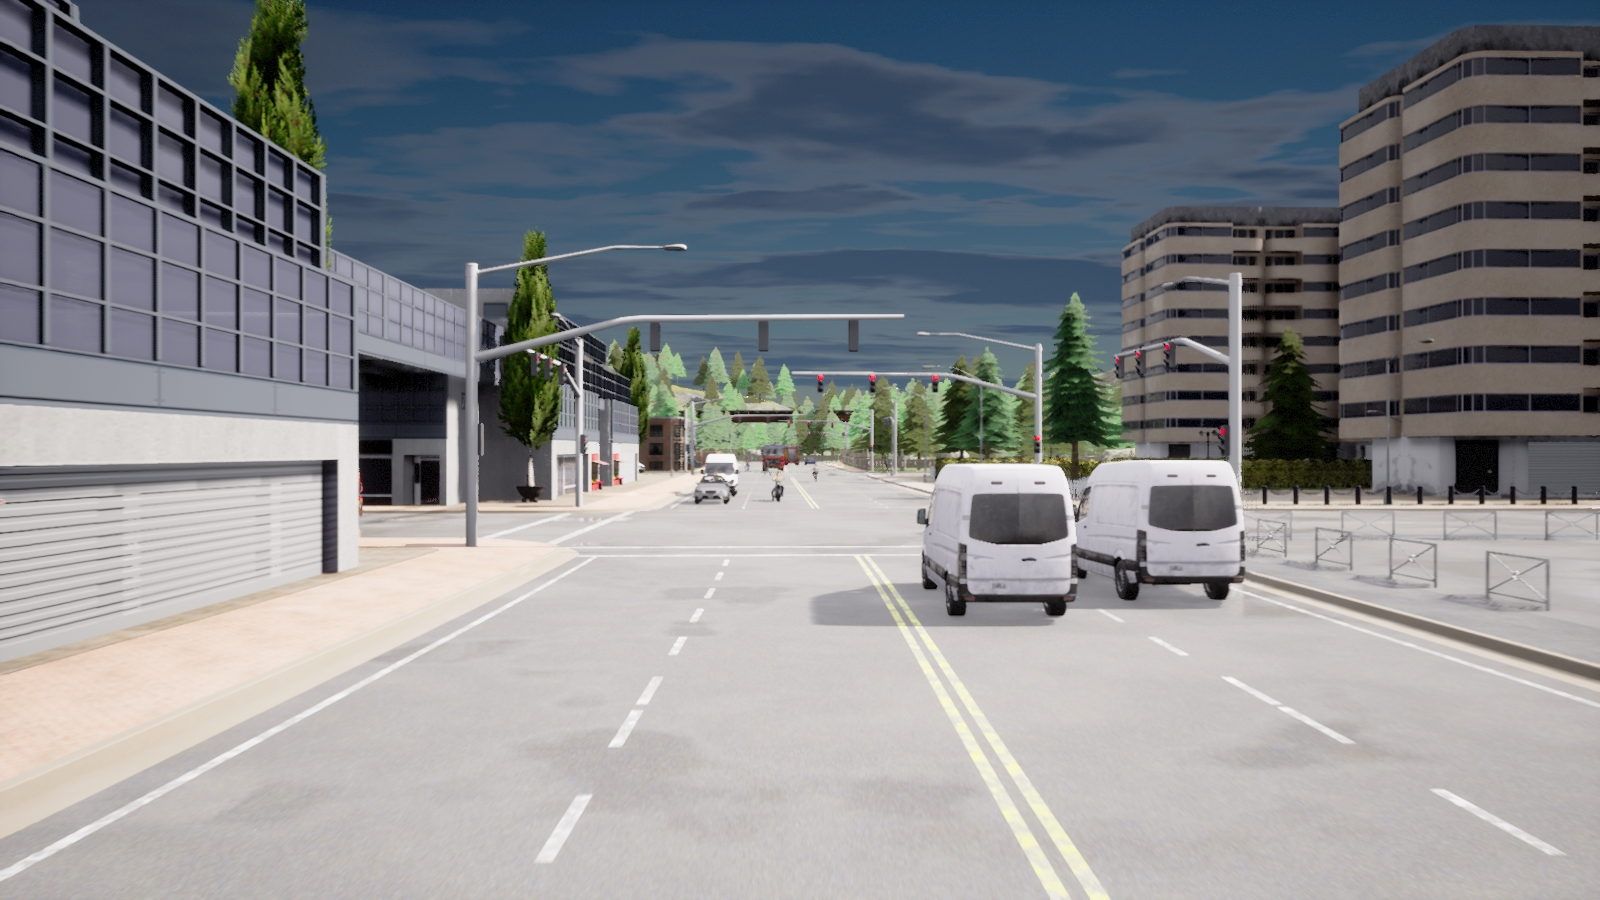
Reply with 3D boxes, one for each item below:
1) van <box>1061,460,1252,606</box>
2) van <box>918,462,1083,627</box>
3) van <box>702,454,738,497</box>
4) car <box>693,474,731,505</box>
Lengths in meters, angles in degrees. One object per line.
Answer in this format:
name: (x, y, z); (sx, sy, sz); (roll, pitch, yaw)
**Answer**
van: (6.972, 1.528, 23.147); (1.988, 2.561, 5.915); (0, -1, 0)
van: (3.488, 1.534, 21.113); (1.988, 2.561, 5.915); (0, 0, 0)
van: (-4.896, 1.532, 70.903); (1.988, 2.561, 5.915); (0, 0, -1)
car: (-4.627, 2.063, 60.530); (1.816, 1.474, 4.193); (0, 0, -2)
